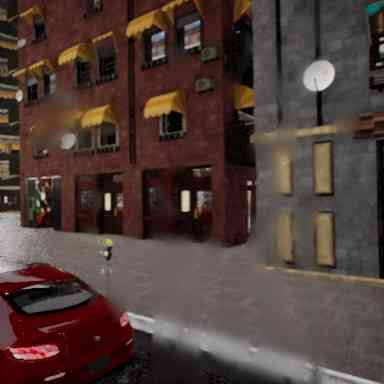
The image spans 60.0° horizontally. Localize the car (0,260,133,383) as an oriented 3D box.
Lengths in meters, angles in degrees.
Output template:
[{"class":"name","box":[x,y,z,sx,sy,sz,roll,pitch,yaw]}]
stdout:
[{"class":"car","box":[-2.634,1.632,4.611,4.206,1.307,1.802,-1,-1,36]}]
